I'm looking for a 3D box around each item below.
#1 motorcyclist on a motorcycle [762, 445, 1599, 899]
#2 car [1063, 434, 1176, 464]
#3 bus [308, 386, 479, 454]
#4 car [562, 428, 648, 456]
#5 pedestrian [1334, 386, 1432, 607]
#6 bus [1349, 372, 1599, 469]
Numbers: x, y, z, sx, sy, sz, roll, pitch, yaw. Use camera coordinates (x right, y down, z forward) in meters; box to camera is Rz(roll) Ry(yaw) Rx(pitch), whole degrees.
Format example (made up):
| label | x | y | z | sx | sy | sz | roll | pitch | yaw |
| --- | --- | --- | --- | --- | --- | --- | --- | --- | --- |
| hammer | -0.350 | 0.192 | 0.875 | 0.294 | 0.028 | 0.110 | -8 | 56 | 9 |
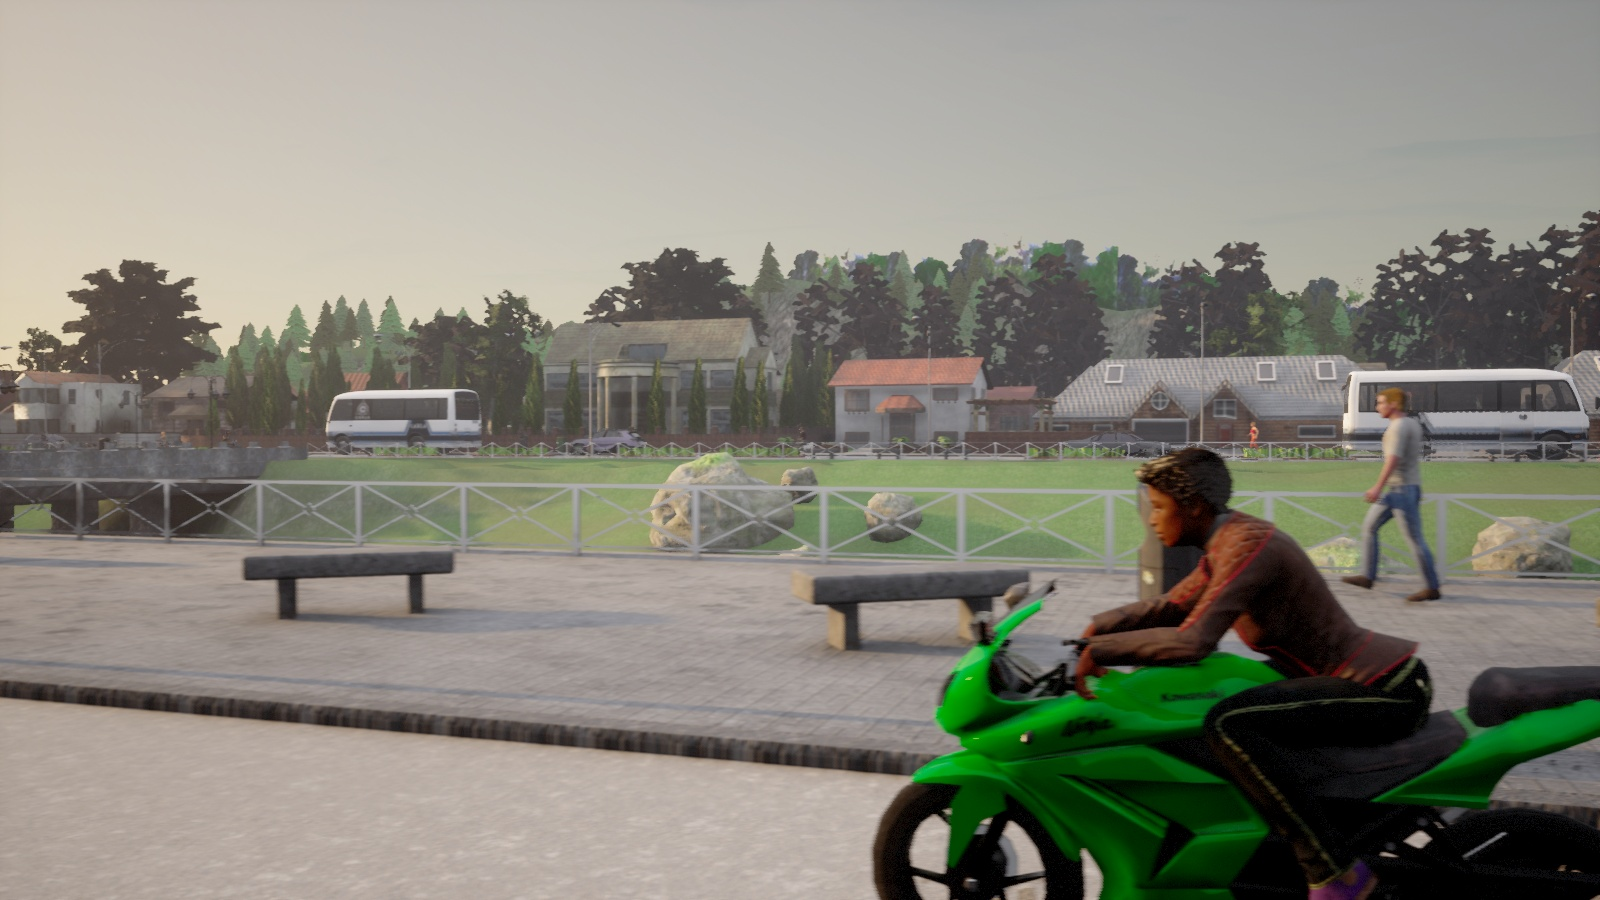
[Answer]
| label | x | y | z | sx | sy | sz | roll | pitch | yaw |
| --- | --- | --- | --- | --- | --- | --- | --- | --- | --- |
| motorcyclist on a motorcycle | 0.997 | 0.758 | 3.384 | 2.044 | 1.523 | 0.797 | 1 | 1 | 19 |
| car | 16.131 | -0.080 | 63.345 | 5.357 | 1.411 | 2.033 | 1 | 1 | 19 |
| bus | -26.477 | -1.961 | 81.890 | 10.273 | 4.253 | 3.944 | 1 | 1 | 19 |
| car | -11.967 | -0.522 | 77.024 | 4.856 | 1.649 | 2.033 | 1 | 1 | 19 |
| pedestrian | 4.998 | 0.383 | 10.770 | 0.706 | 1.836 | 0.354 | 1 | 1 | 31 |
| bus | 31.233 | -1.365 | 58.240 | 10.273 | 4.253 | 3.944 | 1 | 1 | 19 |
